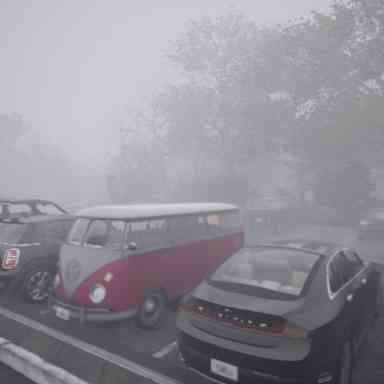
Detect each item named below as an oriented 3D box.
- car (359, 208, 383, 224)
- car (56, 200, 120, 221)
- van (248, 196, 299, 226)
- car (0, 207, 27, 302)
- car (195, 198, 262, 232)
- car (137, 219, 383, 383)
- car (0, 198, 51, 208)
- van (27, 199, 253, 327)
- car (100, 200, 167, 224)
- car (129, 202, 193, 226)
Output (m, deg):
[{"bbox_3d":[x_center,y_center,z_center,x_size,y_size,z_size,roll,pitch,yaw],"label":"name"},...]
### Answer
[{"bbox_3d":[9.230,1.505,15.928,2.002,1.452,4.674,0,0,35],"label":"car"},{"bbox_3d":[-8.905,1.487,28.863,2.097,1.535,5.008,0,0,36],"label":"car"},{"bbox_3d":[4.761,1.229,19.257,1.878,1.987,4.442,0,0,35],"label":"van"},{"bbox_3d":[-2.871,1.329,8.453,2.185,1.767,4.553,0,0,35],"label":"car"},{"bbox_3d":[2.412,1.328,20.751,2.185,1.767,4.553,0,0,35],"label":"car"},{"bbox_3d":[1.712,1.465,5.220,2.231,1.521,4.892,0,0,35],"label":"car"},{"bbox_3d":[-5.116,1.202,10.128,2.435,2.045,5.566,0,0,36],"label":"car"},{"bbox_3d":[-0.636,1.233,6.757,1.878,1.987,4.442,0,0,35],"label":"van"},{"bbox_3d":[-4.368,1.463,25.635,2.097,1.535,5.008,0,0,36],"label":"car"},{"bbox_3d":[-2.102,1.497,24.013,2.002,1.452,4.674,0,0,36],"label":"car"}]
